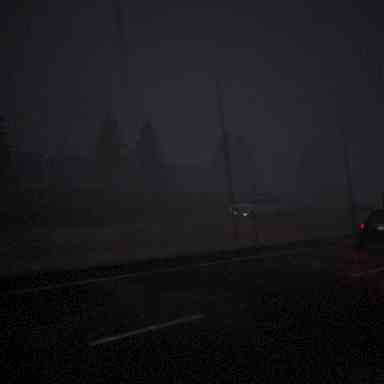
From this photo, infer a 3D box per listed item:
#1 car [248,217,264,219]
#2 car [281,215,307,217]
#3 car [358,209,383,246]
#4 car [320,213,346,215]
[{"bbox_3d":[5.921,1.427,29.722,5.566,2.045,2.150,1,0,-36],"label":"car"},{"bbox_3d":[9.433,1.787,27.939,4.181,1.385,1.994,1,0,-36],"label":"car"},{"bbox_3d":[9.413,1.504,14.771,4.553,1.767,2.097,0,0,-35],"label":"car"},{"bbox_3d":[12.473,1.726,25.810,4.902,1.511,2.128,1,0,-36],"label":"car"}]
